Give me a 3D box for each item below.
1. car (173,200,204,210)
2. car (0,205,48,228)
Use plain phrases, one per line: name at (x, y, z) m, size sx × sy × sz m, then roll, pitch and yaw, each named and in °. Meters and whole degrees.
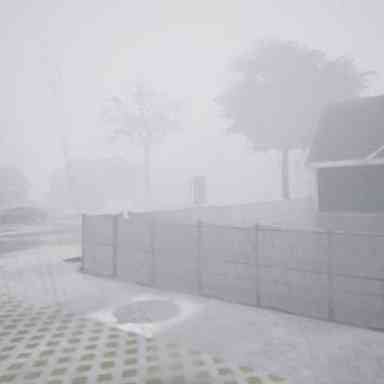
car at (-0.423, 1.672, 44.075) m, size 1.895 × 1.301 × 4.718 m, roll -1°, pitch 0°, yaw 33°
car at (-13.196, 1.786, 24.565) m, size 1.837 × 1.490 × 4.892 m, roll -1°, pitch 0°, yaw 33°
